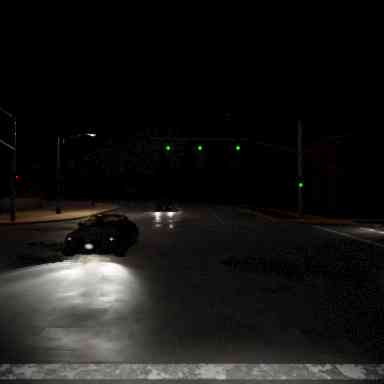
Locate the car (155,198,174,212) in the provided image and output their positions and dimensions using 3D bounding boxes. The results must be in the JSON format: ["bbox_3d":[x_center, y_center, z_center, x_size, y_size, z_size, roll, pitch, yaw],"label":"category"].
[{"bbox_3d":[-3.179,1.527,38.787,1.837,1.490,4.892,0,0,-2],"label":"car"}]

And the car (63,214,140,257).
[{"bbox_3d":[-3.281,1.564,12.730,1.994,1.385,4.181,0,0,2],"label":"car"}]
